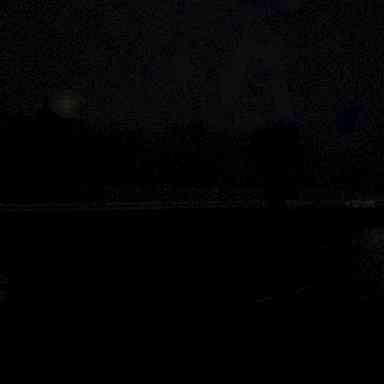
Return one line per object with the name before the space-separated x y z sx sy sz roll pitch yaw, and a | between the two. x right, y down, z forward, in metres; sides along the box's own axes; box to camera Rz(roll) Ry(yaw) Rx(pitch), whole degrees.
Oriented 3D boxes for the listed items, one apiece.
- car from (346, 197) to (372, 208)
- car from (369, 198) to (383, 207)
car | 27.094 1.775 53.417 5.566 2.045 2.150 0 0 -35
car | 29.637 2.065 50.941 4.892 1.490 1.837 0 0 -35
